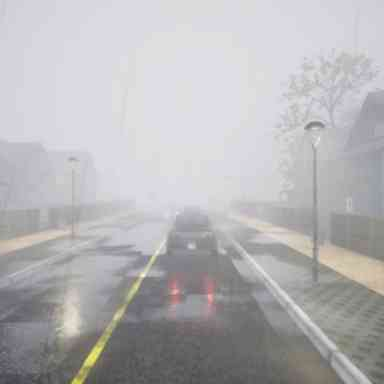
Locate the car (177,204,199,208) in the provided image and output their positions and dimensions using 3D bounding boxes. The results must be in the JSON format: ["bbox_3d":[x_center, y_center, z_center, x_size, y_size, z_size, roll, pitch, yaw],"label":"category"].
[{"bbox_3d":[0.010,1.904,28.518,1.994,1.385,4.181,0,-1,1],"label":"car"}]

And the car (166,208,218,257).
[{"bbox_3d":[0.016,1.632,13.521,2.128,1.511,4.902,0,0,0],"label":"car"}]

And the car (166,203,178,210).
[{"bbox_3d":[-2.785,2.242,48.822,1.895,1.301,4.718,0,-1,0],"label":"car"}]
